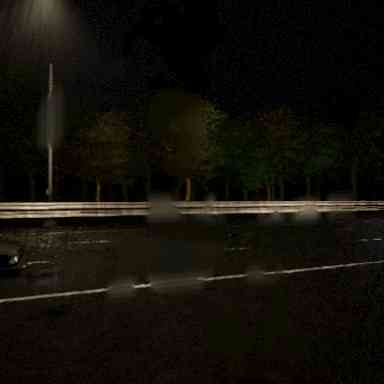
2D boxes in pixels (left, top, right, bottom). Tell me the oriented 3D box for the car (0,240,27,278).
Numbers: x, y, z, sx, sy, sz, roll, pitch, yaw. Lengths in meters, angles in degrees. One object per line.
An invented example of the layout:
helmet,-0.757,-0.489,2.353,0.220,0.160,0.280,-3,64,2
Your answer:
car,-6.608,1.407,7.243,5.357,1.411,2.033,0,0,-23
